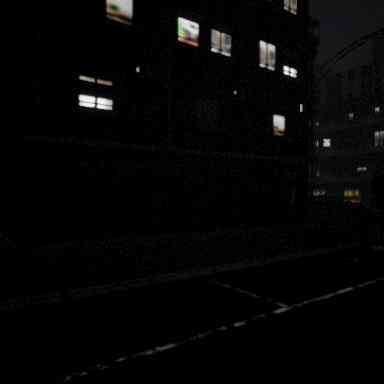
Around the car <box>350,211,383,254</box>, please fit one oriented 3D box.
[{"bbox_3d":[8.101,1.527,12.336,4.829,1.417,1.752,0,0,-35],"label":"car"}]

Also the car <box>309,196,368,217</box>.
[{"bbox_3d":[13.104,1.268,30.128,2.192,1.841,5.009,0,0,-36],"label":"car"}]
